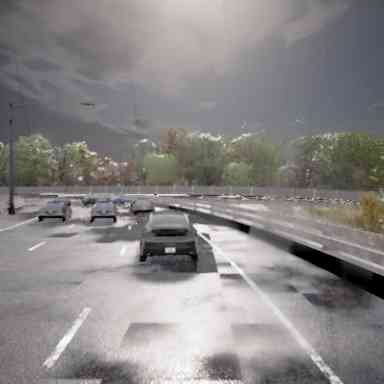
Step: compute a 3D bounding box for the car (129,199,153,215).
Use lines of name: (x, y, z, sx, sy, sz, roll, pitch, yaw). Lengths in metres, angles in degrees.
car: (-4.706, 1.343, 30.987, 1.994, 1.385, 4.181, 0, 1, -16)

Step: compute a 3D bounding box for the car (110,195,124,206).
car: (-10.945, 1.200, 47.486, 1.812, 1.442, 4.674, 0, 1, -25)

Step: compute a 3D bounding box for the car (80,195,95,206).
car: (-14.379, 1.200, 46.540, 1.837, 1.490, 4.892, 0, 1, -25)

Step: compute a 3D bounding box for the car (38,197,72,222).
car: (-10.169, 1.393, 24.915, 2.033, 1.411, 5.357, 0, 0, -14)

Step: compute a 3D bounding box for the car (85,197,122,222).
car: (-6.535, 1.381, 24.752, 2.033, 1.411, 5.357, 0, 0, -14)

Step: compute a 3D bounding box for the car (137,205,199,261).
car: (-0.890, 1.414, 11.933, 1.837, 1.490, 4.892, 0, 0, -6)
